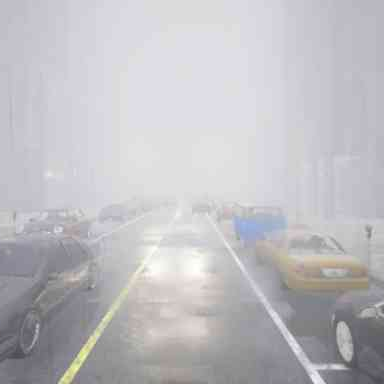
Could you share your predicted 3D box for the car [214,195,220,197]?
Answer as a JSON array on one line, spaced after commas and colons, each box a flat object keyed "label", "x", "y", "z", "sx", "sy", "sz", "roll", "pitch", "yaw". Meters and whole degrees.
[{"label": "car", "x": 2.747, "y": 1.436, "z": 36.765, "sx": 1.967, "sy": 1.590, "sz": 4.097, "roll": 0, "pitch": 0, "yaw": 0}]

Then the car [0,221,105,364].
[{"label": "car", "x": -3.104, "y": 1.545, "z": 6.207, "sx": 2.033, "sy": 1.411, "sz": 5.357, "roll": 0, "pitch": 0, "yaw": 0}]

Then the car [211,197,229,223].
[{"label": "car", "x": 2.752, "y": 1.436, "z": 25.491, "sx": 1.967, "sy": 1.590, "sz": 4.097, "roll": 0, "pitch": 0, "yaw": 0}]

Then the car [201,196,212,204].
[{"label": "car", "x": 2.732, "y": 1.562, "z": 64.949, "sx": 1.947, "sy": 1.339, "sz": 4.313, "roll": 0, "pitch": 0, "yaw": 0}]

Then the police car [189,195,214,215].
[{"label": "police car", "x": 0.883, "y": 1.421, "z": 33.945, "sx": 1.930, "sy": 1.638, "sz": 5.238, "roll": 0, "pitch": 0, "yaw": 0}]

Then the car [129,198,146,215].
[{"label": "car", "x": -5.776, "y": 1.541, "z": 31.115, "sx": 1.887, "sy": 1.381, "sz": 4.507, "roll": 0, "pitch": 0, "yaw": 0}]

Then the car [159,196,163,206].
[{"label": "car", "x": -5.784, "y": 1.436, "z": 48.025, "sx": 1.967, "sy": 1.590, "sz": 4.097, "roll": 0, "pitch": 0, "yaw": 0}]

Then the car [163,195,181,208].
[{"label": "car", "x": -3.097, "y": 1.544, "z": 49.715, "sx": 2.033, "sy": 1.411, "sz": 5.357, "roll": 0, "pitch": 0, "yaw": 0}]

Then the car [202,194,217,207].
[{"label": "car", "x": 2.739, "y": 1.311, "z": 53.676, "sx": 2.192, "sy": 1.841, "sz": 5.009, "roll": 0, "pitch": 0, "yaw": 0}]

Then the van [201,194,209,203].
[{"label": "van", "x": 2.730, "y": 1.337, "z": 70.586, "sx": 1.690, "sy": 1.788, "sz": 3.998, "roll": 0, "pitch": 0, "yaw": 0}]

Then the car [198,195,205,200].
[{"label": "car", "x": 2.718, "y": 1.543, "z": 93.132, "sx": 1.887, "sy": 1.381, "sz": 4.507, "roll": 0, "pitch": 0, "yaw": 0}]

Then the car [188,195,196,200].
[{"label": "car", "x": -0.045, "y": 1.485, "z": 89.459, "sx": 1.994, "sy": 1.385, "sz": 4.181, "roll": 0, "pitch": 0, "yaw": 0}]

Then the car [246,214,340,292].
[{"label": "car", "x": 2.760, "y": 1.523, "z": 8.752, "sx": 1.752, "sy": 1.417, "sz": 4.829, "roll": 0, "pitch": 0, "yaw": 0}]

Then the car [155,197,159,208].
[{"label": "car", "x": -5.782, "y": 1.562, "z": 42.388, "sx": 1.947, "sy": 1.339, "sz": 4.313, "roll": 0, "pitch": 0, "yaw": 0}]

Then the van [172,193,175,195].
[{"label": "van", "x": -5.800, "y": 1.338, "z": 81.843, "sx": 1.690, "sy": 1.788, "sz": 3.998, "roll": 0, "pitch": 0, "yaw": 0}]

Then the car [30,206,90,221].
[{"label": "car", "x": -5.767, "y": 1.436, "z": 14.207, "sx": 1.967, "sy": 1.590, "sz": 4.097, "roll": 0, "pitch": 0, "yaw": 0}]

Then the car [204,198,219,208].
[{"label": "car", "x": 2.741, "y": 1.541, "z": 48.039, "sx": 1.887, "sy": 1.381, "sz": 4.507, "roll": 0, "pitch": 0, "yaw": 0}]

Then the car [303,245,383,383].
[{"label": "car", "x": 2.763, "y": 1.550, "z": 2.946, "sx": 2.008, "sy": 1.369, "sz": 4.403, "roll": 0, "pitch": 0, "yaw": 0}]

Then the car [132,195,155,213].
[{"label": "car", "x": -5.778, "y": 1.311, "z": 36.751, "sx": 2.192, "sy": 1.841, "sz": 5.009, "roll": 0, "pitch": 0, "yaw": 0}]

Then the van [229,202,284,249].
[{"label": "van", "x": 2.758, "y": 1.337, "z": 14.218, "sx": 1.690, "sy": 1.788, "sz": 3.998, "roll": 0, "pitch": 0, "yaw": 0}]

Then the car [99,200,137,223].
[{"label": "car", "x": -5.773, "y": 1.562, "z": 25.479, "sx": 1.947, "sy": 1.339, "sz": 4.313, "roll": 0, "pitch": 0, "yaw": 0}]

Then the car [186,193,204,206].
[{"label": "car", "x": 0.625, "y": 1.348, "z": 49.715, "sx": 2.097, "sy": 1.767, "sz": 4.553, "roll": 0, "pitch": 0, "yaw": -5}]

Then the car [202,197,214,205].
[{"label": "car", "x": 2.735, "y": 1.562, "z": 59.312, "sx": 1.947, "sy": 1.339, "sz": 4.313, "roll": 0, "pitch": 0, "yaw": 0}]

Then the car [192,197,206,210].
[{"label": "car", "x": 0.878, "y": 1.501, "z": 43.835, "sx": 1.837, "sy": 1.490, "sz": 4.892, "roll": 0, "pitch": 0, "yaw": 0}]
